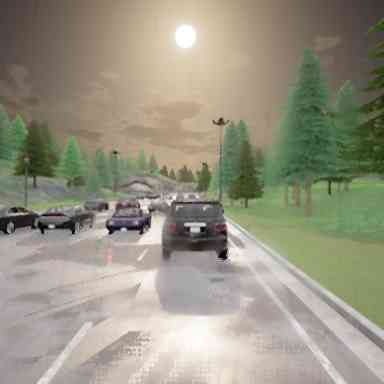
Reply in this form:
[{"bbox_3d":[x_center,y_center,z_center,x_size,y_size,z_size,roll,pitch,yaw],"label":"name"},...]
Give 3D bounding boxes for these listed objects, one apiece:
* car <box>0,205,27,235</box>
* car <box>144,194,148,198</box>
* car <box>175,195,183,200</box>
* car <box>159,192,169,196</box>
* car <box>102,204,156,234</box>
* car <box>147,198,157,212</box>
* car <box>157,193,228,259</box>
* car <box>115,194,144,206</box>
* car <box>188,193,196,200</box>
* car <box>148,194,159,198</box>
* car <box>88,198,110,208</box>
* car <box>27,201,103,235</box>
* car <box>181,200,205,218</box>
[{"bbox_3d":[-10.398,1.483,18.817,1.837,1.490,4.892,0,0,0],"label":"car"},{"bbox_3d":[-13.991,1.410,89.182,2.128,1.511,4.902,0,0,0],"label":"car"},{"bbox_3d":[-3.491,1.486,90.011,1.895,1.301,4.718,0,0,0],"label":"car"},{"bbox_3d":[-6.991,1.108,90.044,2.150,2.045,5.566,0,0,0],"label":"car"},{"bbox_3d":[-3.398,1.578,18.816,1.895,1.301,4.718,0,0,0],"label":"car"},{"bbox_3d":[-3.397,1.559,34.679,1.895,1.301,4.718,0,0,0],"label":"car"},{"bbox_3d":[0.099,1.209,12.698,2.150,2.045,5.566,0,0,0],"label":"car"},{"bbox_3d":[-6.897,1.307,36.067,2.097,1.767,4.553,0,0,0],"label":"car"},{"bbox_3d":[0.009,1.238,89.984,2.097,1.767,4.553,0,0,0],"label":"car"},{"bbox_3d":[-10.491,1.361,90.015,1.882,1.535,5.008,0,0,0],"label":"car"},{"bbox_3d":[-10.396,1.448,36.428,2.128,1.511,4.902,0,0,0],"label":"car"},{"bbox_3d":[-6.898,1.469,18.759,2.128,1.511,4.902,0,0,0],"label":"car"},{"bbox_3d":[0.103,1.511,30.568,2.033,1.411,5.357,0,0,0],"label":"car"}]
